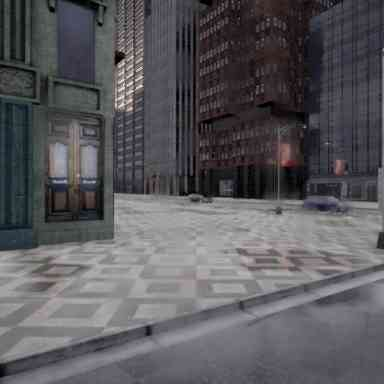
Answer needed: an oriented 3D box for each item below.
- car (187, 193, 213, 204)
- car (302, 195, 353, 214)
[{"bbox_3d":[1.111,0.997,48.499,1.837,1.490,4.892,0,1,-35],"label":"car"},{"bbox_3d":[12.870,1.102,31.782,2.097,1.767,4.553,0,1,-35],"label":"car"}]
